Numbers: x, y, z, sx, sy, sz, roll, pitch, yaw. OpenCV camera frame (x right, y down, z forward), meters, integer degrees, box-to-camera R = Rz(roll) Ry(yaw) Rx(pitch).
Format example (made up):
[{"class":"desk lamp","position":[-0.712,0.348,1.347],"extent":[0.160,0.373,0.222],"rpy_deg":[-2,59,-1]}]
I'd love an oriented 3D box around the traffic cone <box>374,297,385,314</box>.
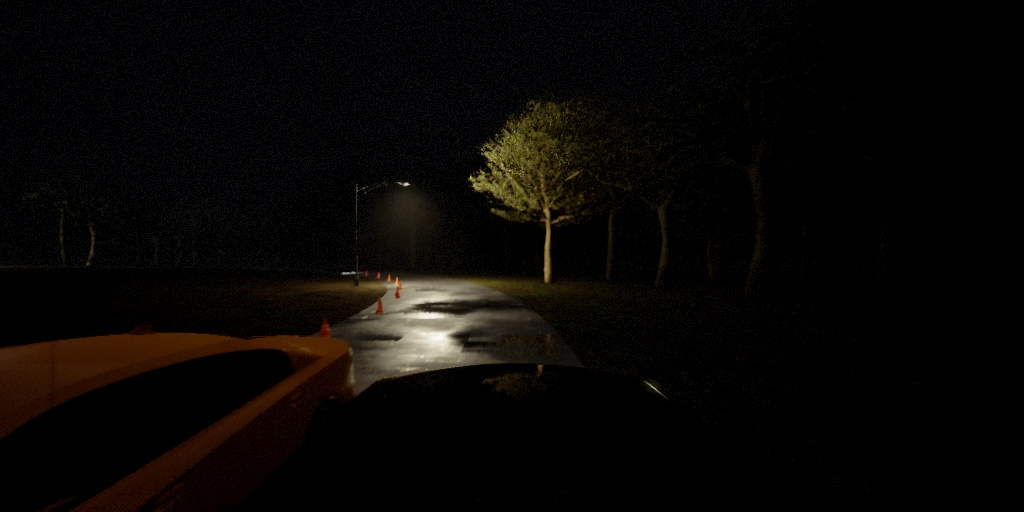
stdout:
[{"class":"traffic cone","position":[-4.880,1.815,13.270],"extent":[0.340,0.580,0.340],"rpy_deg":[0,0,-8]}]

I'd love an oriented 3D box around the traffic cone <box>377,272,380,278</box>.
[{"class":"traffic cone","position":[-13.181,1.884,35.482],"extent":[0.340,0.580,0.340],"rpy_deg":[0,0,-33]}]

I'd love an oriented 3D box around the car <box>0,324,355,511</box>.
[{"class":"car","position":[-2.490,1.227,1.601],"extent":[1.882,1.535,5.008],"rpy_deg":[0,-1,-1]}]

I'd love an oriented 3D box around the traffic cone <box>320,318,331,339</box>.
[{"class":"traffic cone","position":[-4.439,1.774,8.511],"extent":[0.340,0.580,0.340],"rpy_deg":[0,0,-3]}]

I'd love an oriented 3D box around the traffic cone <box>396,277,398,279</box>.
[{"class":"traffic cone","position":[-8.685,1.875,27.056],"extent":[0.340,0.580,0.340],"rpy_deg":[0,0,-23]}]

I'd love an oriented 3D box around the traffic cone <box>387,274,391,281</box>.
[{"class":"traffic cone","position":[-10.747,1.879,31.369],"extent":[0.340,0.580,0.340],"rpy_deg":[0,0,-28]}]

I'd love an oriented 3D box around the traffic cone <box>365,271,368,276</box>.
[{"class":"traffic cone","position":[-15.969,1.889,39.365],"extent":[0.340,0.580,0.340],"rpy_deg":[0,0,-38]}]

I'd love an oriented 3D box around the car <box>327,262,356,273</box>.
[{"class":"car","position":[-23.178,1.511,48.754],"extent":[4.181,1.385,1.994],"rpy_deg":[0,0,34]}]

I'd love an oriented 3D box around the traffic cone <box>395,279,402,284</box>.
[{"class":"traffic cone","position":[-7.012,1.865,22.579],"extent":[0.340,0.580,0.340],"rpy_deg":[0,0,-18]}]

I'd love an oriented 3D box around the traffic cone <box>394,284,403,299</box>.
[{"class":"traffic cone","position":[-5.740,1.845,17.972],"extent":[0.340,0.580,0.340],"rpy_deg":[0,0,-13]}]
